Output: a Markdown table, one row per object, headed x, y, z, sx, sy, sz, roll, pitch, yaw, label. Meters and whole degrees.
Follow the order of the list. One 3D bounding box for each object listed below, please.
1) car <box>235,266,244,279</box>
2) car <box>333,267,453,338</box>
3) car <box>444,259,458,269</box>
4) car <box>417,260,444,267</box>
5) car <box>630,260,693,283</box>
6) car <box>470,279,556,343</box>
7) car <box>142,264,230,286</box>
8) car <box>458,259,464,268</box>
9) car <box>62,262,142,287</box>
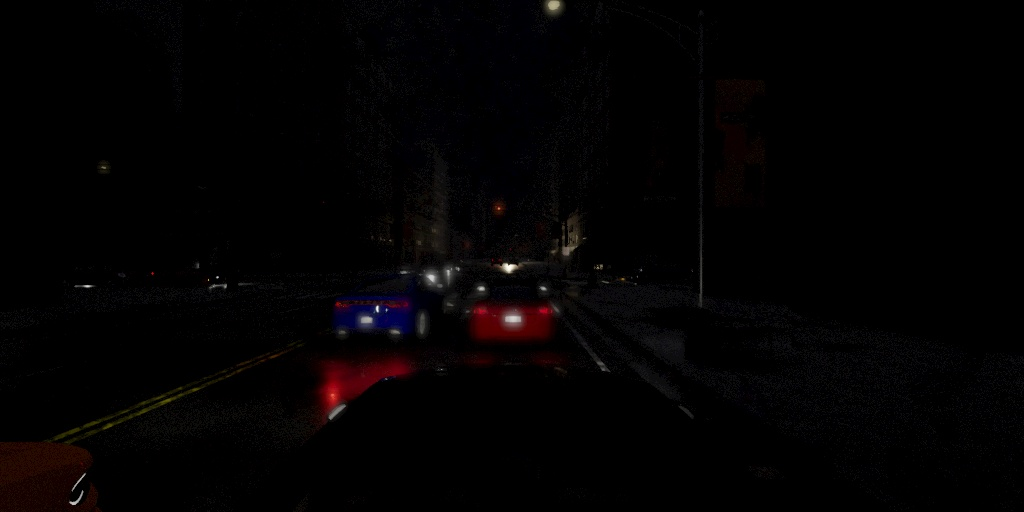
| x | y | z | sx | sy | sz | roll | pitch | yaw | label |
| --- | --- | --- | --- | --- | --- | --- | --- | --- | --- |
| -25.283 | 1.330 | 30.524 | 4.313 | 1.339 | 1.948 | 0 | 0 | 0 | car |
| -3.122 | 1.228 | 10.176 | 1.882 | 1.535 | 5.008 | 0 | 0 | 0 | car |
| -9.680 | 1.251 | 52.755 | 1.837 | 1.490 | 4.892 | 0 | 0 | 0 | car |
| -9.720 | 1.350 | 41.943 | 1.895 | 1.301 | 4.718 | 0 | 0 | 0 | car |
| 11.631 | 1.140 | 28.061 | 4.553 | 1.767 | 2.097 | 0 | 0 | 2 | car |
| 0.029 | 1.314 | 9.648 | 1.994 | 1.385 | 4.181 | 0 | 0 | 0 | car |
| -22.523 | 1.307 | 25.018 | 4.181 | 1.385 | 1.994 | 0 | 0 | 1 | car |
| -9.618 | 1.290 | 63.116 | 2.033 | 1.411 | 5.357 | 0 | 0 | 1 | car |
| -25.350 | 1.172 | 22.500 | 4.097 | 1.591 | 1.967 | 0 | 0 | 0 | car |
